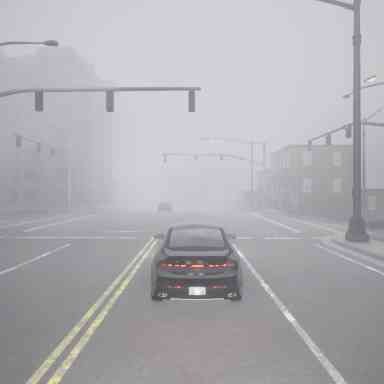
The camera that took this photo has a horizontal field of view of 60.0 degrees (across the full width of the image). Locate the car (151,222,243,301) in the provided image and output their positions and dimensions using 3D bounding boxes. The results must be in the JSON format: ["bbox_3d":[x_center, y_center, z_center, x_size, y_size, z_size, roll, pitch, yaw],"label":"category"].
[{"bbox_3d":[0.092,1.505,8.313,1.837,1.490,4.892,0,0,0],"label":"car"}]

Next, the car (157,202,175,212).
[{"bbox_3d":[-3.644,2.066,45.539,1.837,1.490,4.892,0,-5,0],"label":"car"}]

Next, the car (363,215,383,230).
[{"bbox_3d":[16.567,2.717,28.190,5.357,1.411,2.033,8,0,0],"label":"car"}]

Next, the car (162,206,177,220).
[{"bbox_3d":[-3.645,3.522,54.947,2.128,1.511,4.902,0,-12,0],"label":"car"}]
